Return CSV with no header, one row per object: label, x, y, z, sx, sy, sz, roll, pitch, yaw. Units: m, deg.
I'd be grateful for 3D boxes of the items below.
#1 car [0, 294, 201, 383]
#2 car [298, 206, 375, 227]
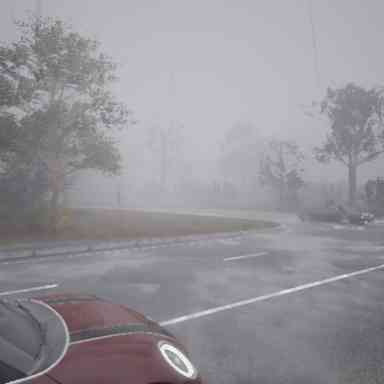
car,-2.099,1.351,2.225,4.553,1.767,2.097,0,0,-36
car,9.739,1.605,22.867,1.895,1.301,4.718,0,0,-36
